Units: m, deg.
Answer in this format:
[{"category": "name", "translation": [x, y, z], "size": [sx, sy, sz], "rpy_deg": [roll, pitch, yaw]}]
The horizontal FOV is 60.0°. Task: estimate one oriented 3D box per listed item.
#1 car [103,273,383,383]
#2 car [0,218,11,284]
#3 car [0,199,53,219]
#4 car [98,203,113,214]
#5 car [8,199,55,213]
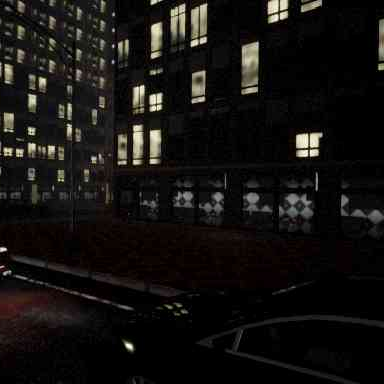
[{"category": "car", "translation": [1.327, 1.491, 2.734], "size": [4.902, 1.511, 2.128], "rpy_deg": [0, 0, 35]}, {"category": "car", "translation": [-6.356, 1.487, 8.188], "size": [4.902, 1.511, 2.128], "rpy_deg": [0, 0, 36]}, {"category": "car", "translation": [-15.653, 1.519, 30.546], "size": [2.192, 1.841, 5.009], "rpy_deg": [1, 0, 36]}, {"category": "car", "translation": [-8.870, 1.830, 39.768], "size": [1.752, 1.417, 4.829], "rpy_deg": [1, 0, 36]}, {"category": "car", "translation": [-19.165, 1.642, 39.915], "size": [1.752, 1.417, 4.829], "rpy_deg": [1, 0, 36]}]
